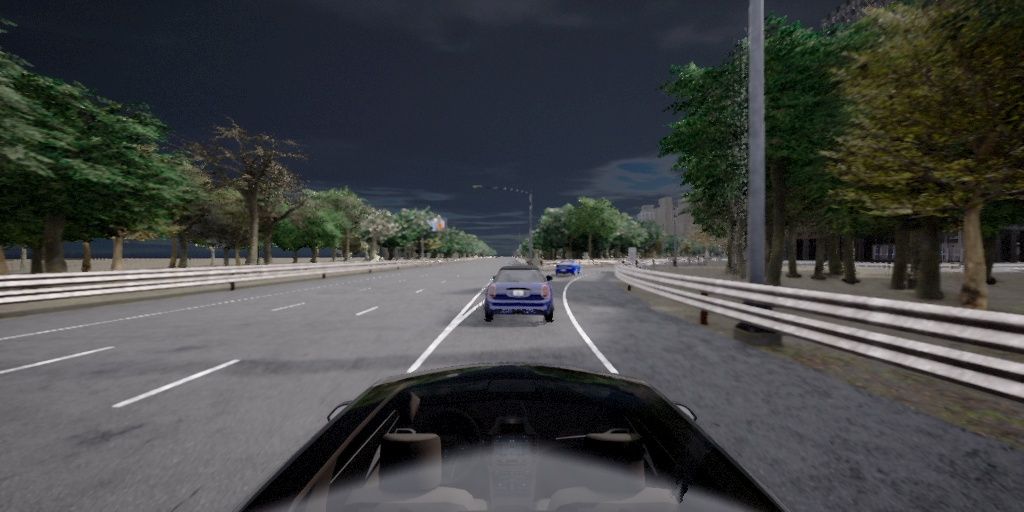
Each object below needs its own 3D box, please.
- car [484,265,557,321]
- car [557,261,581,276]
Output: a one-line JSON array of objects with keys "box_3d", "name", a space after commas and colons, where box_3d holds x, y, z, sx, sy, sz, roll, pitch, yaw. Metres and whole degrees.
[{"box_3d": [0.355, 1.093, 12.585, 2.097, 1.767, 4.553, 0, 0, 5], "name": "car"}, {"box_3d": [5.797, 1.217, 36.582, 1.882, 1.535, 5.008, 0, 0, 21], "name": "car"}]
